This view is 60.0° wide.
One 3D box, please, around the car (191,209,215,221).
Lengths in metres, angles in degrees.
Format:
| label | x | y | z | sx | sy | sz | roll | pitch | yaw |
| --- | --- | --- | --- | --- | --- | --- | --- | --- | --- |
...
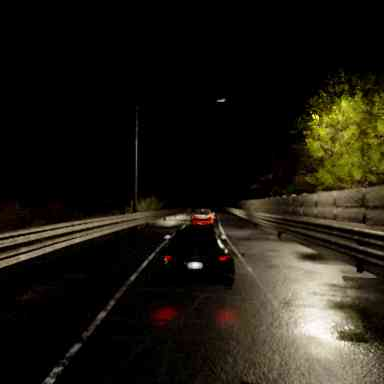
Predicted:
| label | x | y | z | sx | sy | sz | roll | pitch | yaw |
| --- | --- | --- | --- | --- | --- | --- | --- | --- | --- |
| car | 1.044 | 2.351 | 31.000 | 2.097 | 1.767 | 4.553 | 0 | -2 | 3 |

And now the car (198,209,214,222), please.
| label | x | y | z | sx | sy | sz | roll | pitch | yaw |
| --- | --- | --- | --- | --- | --- | --- | --- | --- | --- |
| car | 1.878 | 2.953 | 43.096 | 1.882 | 1.535 | 5.008 | 0 | -2 | 4 |

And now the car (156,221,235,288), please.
| label | x | y | z | sx | sy | sz | roll | pitch | yaw |
| --- | --- | --- | --- | --- | --- | --- | --- | --- | --- |
| car | 0.112 | 1.760 | 9.825 | 1.994 | 1.385 | 4.181 | 0 | -2 | 1 |
